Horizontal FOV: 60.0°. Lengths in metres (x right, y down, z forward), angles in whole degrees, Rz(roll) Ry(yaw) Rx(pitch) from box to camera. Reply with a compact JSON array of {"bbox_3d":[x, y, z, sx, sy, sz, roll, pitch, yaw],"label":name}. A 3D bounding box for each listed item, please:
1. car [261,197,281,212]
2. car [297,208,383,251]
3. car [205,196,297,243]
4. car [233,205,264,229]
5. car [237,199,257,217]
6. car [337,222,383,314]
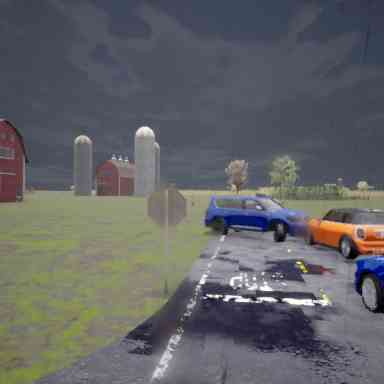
[{"bbox_3d":[9.376,1.472,39.811,1.882,1.535,5.008,0,0,9],"label":"car"},{"bbox_3d":[5.984,1.377,12.641,2.097,1.767,4.553,0,0,-4],"label":"car"},{"bbox_3d":[3.190,1.215,16.652,5.566,2.045,2.150,0,0,42],"label":"car"},{"bbox_3d":[3.810,1.601,22.721,1.895,1.301,4.718,0,0,9],"label":"car"},{"bbox_3d":[5.439,1.502,33.032,1.837,1.490,4.892,0,0,9],"label":"car"},{"bbox_3d":[4.489,1.480,4.740,1.882,1.535,5.008,0,0,-10],"label":"car"}]
